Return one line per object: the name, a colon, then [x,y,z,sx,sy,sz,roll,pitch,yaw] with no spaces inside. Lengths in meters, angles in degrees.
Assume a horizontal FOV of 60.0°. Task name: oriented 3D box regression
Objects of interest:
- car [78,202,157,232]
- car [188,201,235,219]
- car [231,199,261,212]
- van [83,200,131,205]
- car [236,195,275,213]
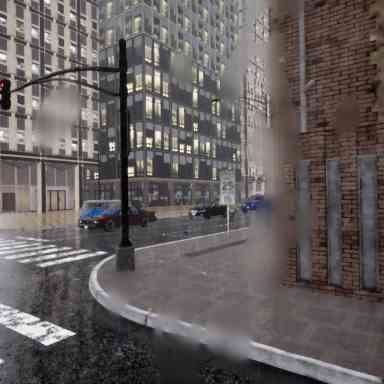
car: [-4.512,1.614,21.164,2.033,1.411,5.357,-1,-1,36]
car: [1.571,1.578,29.651,2.128,1.511,4.902,-1,-1,36]
car: [6.806,1.689,41.408,1.752,1.417,4.829,-2,-1,36]
van: [-6.029,1.460,23.499,1.690,1.788,3.998,-2,-1,36]
car: [7.663,1.329,38.145,2.150,2.045,5.566,-1,-1,36]
